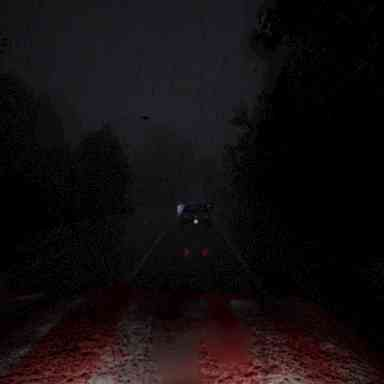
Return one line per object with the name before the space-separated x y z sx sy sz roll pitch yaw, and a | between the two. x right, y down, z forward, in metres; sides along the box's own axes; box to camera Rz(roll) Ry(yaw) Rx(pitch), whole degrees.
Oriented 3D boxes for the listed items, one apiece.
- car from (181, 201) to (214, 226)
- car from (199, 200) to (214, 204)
car | 0.297 1.527 22.834 1.895 1.301 4.718 0 1 1
car | 1.540 1.579 38.508 1.895 1.301 4.718 0 -1 8
